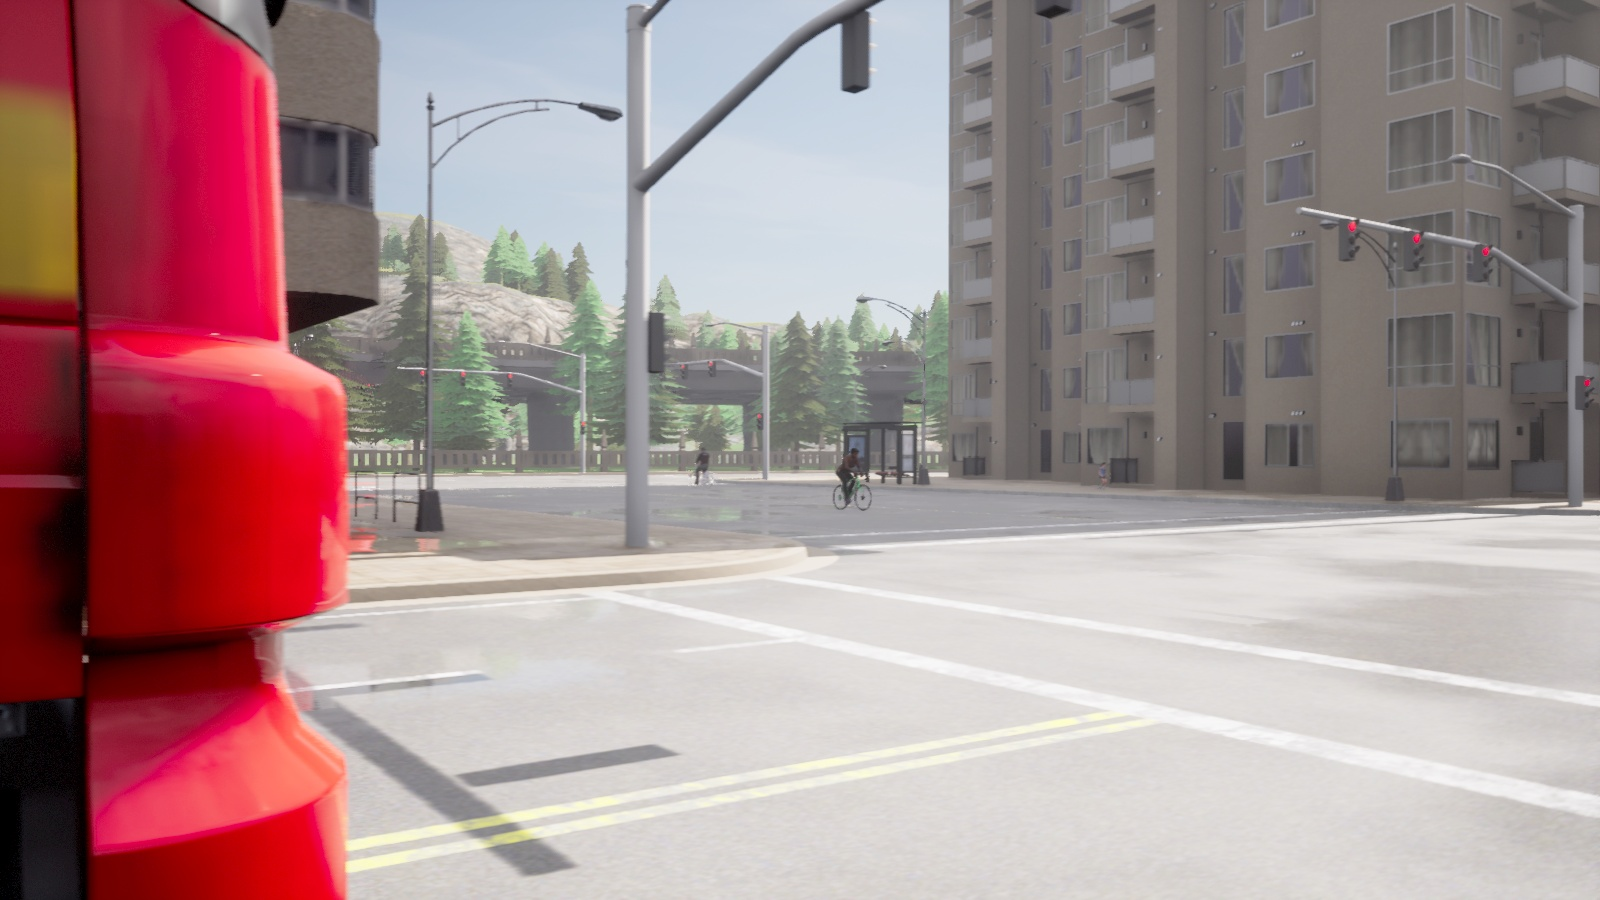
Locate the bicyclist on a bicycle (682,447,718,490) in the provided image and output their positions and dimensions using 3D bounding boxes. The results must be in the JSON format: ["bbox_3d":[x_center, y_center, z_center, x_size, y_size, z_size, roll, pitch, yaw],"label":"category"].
[{"bbox_3d":[-4.208,0.753,52.587,0.659,1.776,1.843,0,0,-35],"label":"bicyclist on a bicycle"}]

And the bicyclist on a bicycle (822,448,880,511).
[{"bbox_3d":[1.323,0.774,32.728,0.582,1.620,1.656,0,-2,-35],"label":"bicyclist on a bicycle"}]

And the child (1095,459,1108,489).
[{"bbox_3d":[11.173,0.874,46.506,0.255,1.110,0.394,0,0,-36],"label":"child"}]

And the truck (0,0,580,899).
[{"bbox_3d":[-4.600,-0.409,0.462,8.468,3.827,2.891,0,0,-35],"label":"truck"}]
